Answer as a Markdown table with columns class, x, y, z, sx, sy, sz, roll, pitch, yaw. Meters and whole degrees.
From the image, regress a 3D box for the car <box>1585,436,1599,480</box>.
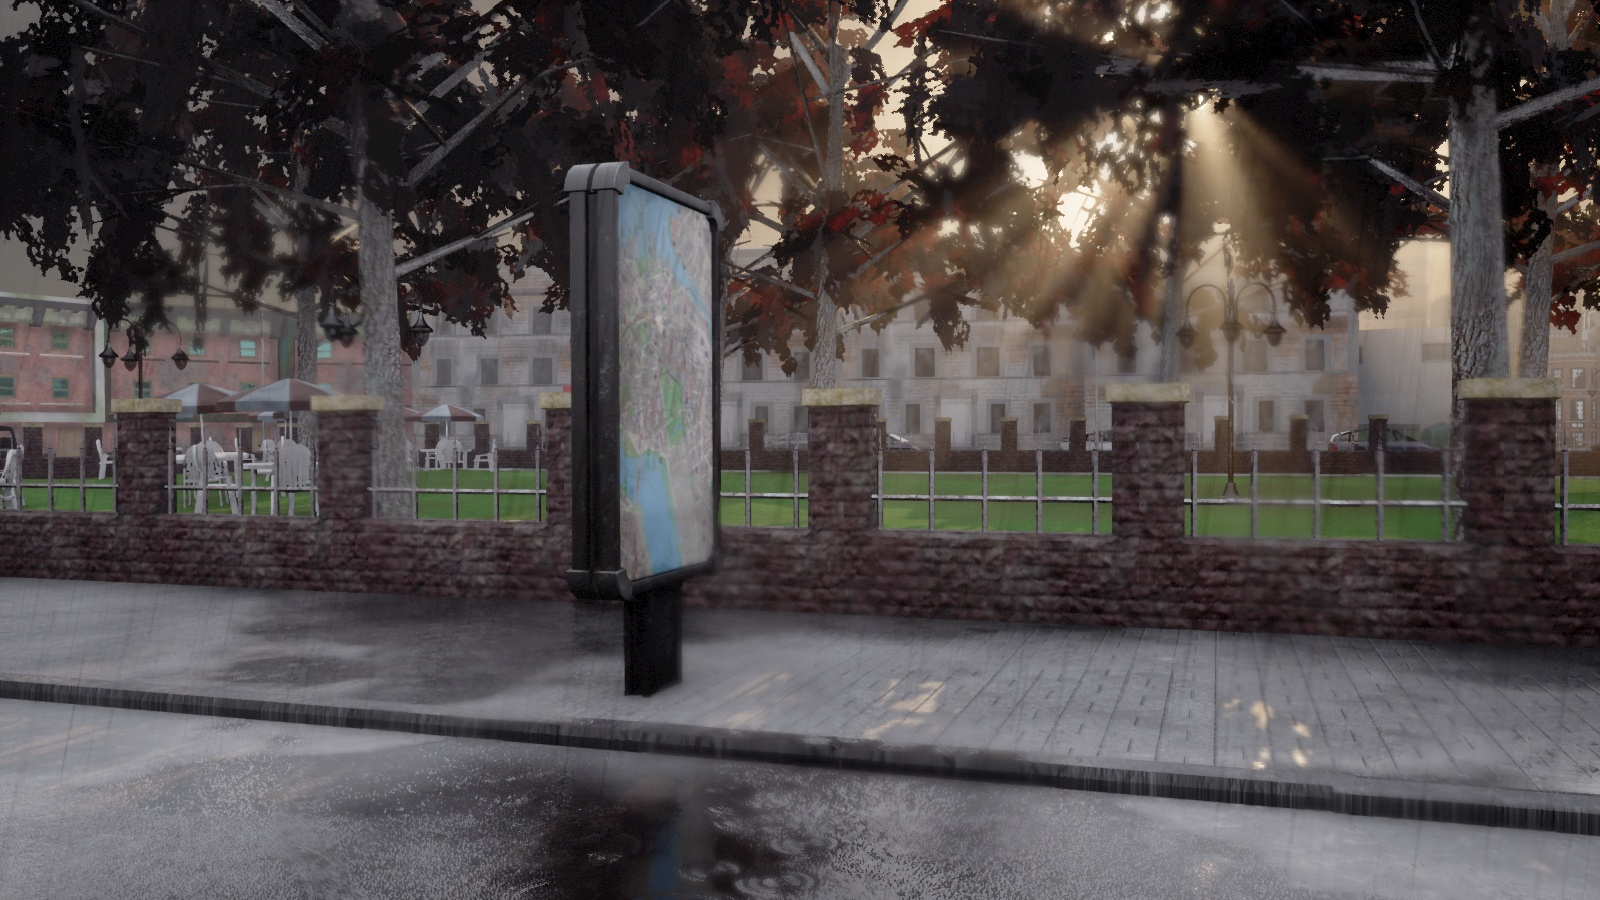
| class | x | y | z | sx | sy | sz | roll | pitch | yaw |
| --- | --- | --- | --- | --- | --- | --- | --- | --- | --- |
| car | 28.829 | 0.278 | 41.844 | 4.193 | 1.474 | 1.816 | 1 | 1 | 18 |

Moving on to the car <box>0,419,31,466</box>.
| class | x | y | z | sx | sy | sz | roll | pitch | yaw |
| --- | --- | --- | --- | --- | --- | --- | --- | --- | --- |
| car | -32.650 | -0.289 | 49.299 | 1.905 | 1.878 | 3.866 | 1 | 1 | 19 |

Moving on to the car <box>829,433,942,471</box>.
| class | x | y | z | sx | sy | sz | roll | pitch | yaw |
| --- | --- | --- | --- | --- | --- | --- | --- | --- | --- |
| car | 3.440 | 0.048 | 50.274 | 4.193 | 1.474 | 1.816 | 1 | 1 | 18 |

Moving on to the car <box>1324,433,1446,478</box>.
| class | x | y | z | sx | sy | sz | roll | pitch | yaw |
| --- | --- | --- | --- | --- | --- | --- | --- | --- | --- |
| car | 20.685 | 0.169 | 44.551 | 3.705 | 1.549 | 1.789 | 0 | 1 | 18 |

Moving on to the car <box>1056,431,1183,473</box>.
| class | x | y | z | sx | sy | sz | roll | pitch | yaw |
| --- | --- | --- | --- | --- | --- | --- | --- | --- | --- |
| car | 12.073 | 0.060 | 47.409 | 4.514 | 1.525 | 2.007 | 1 | 1 | 18 |

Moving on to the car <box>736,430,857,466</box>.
| class | x | y | z | sx | sy | sz | roll | pitch | yaw |
| --- | --- | --- | --- | --- | --- | --- | --- | --- | --- |
| car | -0.141 | -0.109 | 55.675 | 4.902 | 1.511 | 2.128 | 1 | 1 | 18 |
